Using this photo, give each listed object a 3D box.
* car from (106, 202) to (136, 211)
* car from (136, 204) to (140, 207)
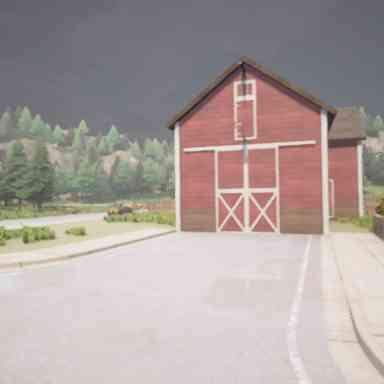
[{"bbox_3d":[-9.320,2.268,42.644,1.816,1.474,4.193,-7,-2,16],"label":"car"},{"bbox_3d":[-10.948,2.544,58.020,1.882,1.535,5.008,-1,-1,19],"label":"car"}]
